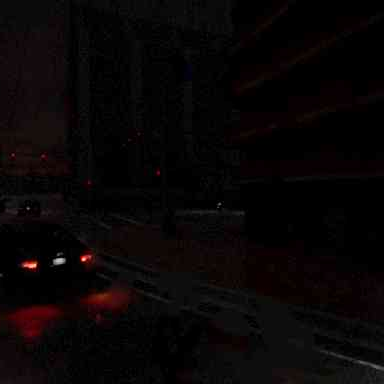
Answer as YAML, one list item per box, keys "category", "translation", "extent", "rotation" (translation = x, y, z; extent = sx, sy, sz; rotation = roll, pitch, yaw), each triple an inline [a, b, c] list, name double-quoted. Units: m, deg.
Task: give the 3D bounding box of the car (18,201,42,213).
- category: "car"
  translation: [-15.839, 1.553, 32.502]
  extent: [2.033, 1.411, 5.357]
  rotation: [0, 0, -23]

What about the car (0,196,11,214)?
- category: "car"
  translation: [-20.345, 1.464, 34.196]
  extent: [2.128, 1.511, 4.902]
  rotation: [0, 1, -23]

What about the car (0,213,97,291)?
- category: "car"
  translation: [-4.408, 1.535, 9.102]
  extent: [2.033, 1.411, 5.357]
  rotation: [0, 0, -38]

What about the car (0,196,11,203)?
- category: "car"
  translation: [-38.988, 1.492, 69.161]
  extent: [1.895, 1.301, 4.718]
  rotation: [0, 0, -23]

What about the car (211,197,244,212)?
- category: "car"
  translation: [4.582, 1.379, 39.484]
  extent: [4.553, 1.767, 2.097]
  rotation: [0, 0, -22]
